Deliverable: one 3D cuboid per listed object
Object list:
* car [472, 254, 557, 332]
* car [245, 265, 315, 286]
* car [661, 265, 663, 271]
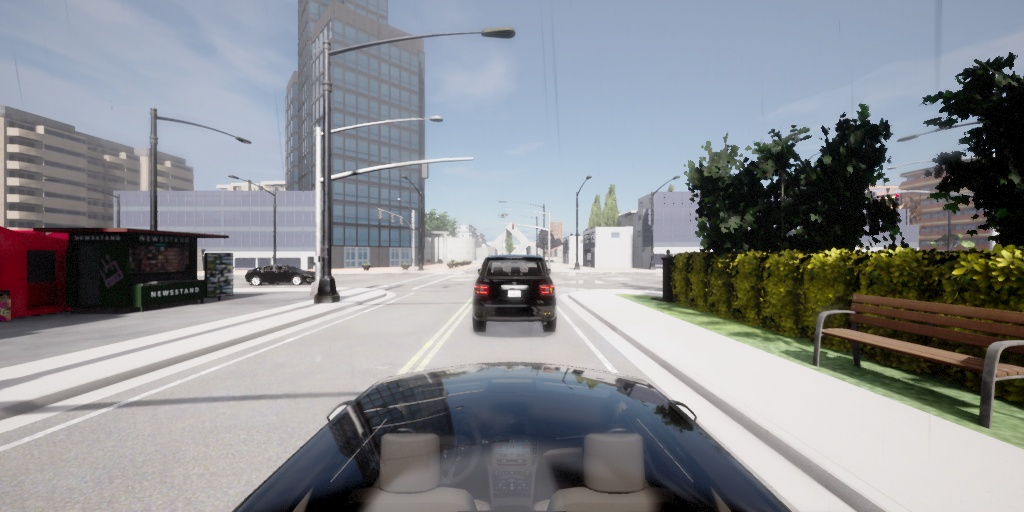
[{"bbox_3d":[0.075,0.971,11.036,2.150,2.045,5.566,0,0,0],"label":"car"},{"bbox_3d":[-16.638,1.362,26.130,4.892,1.490,1.837,-1,0,0],"label":"car"},{"bbox_3d":[19.432,1.199,40.605,4.902,1.511,2.128,0,0,0],"label":"car"}]
